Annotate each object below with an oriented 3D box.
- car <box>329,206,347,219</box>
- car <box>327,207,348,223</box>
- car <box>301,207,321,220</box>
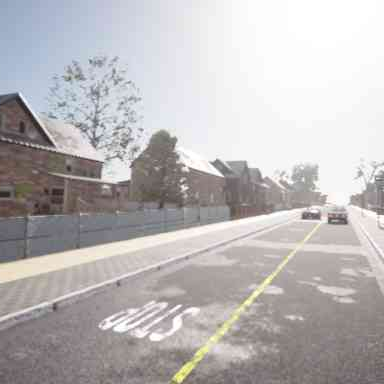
[{"bbox_3d":[18.934,2.612,43.125,2.033,1.411,5.357,1,-1,24],"label":"car"},{"bbox_3d":[14.813,2.370,33.853,2.033,1.411,5.357,1,-1,25],"label":"car"},{"bbox_3d":[14.028,2.454,38.931,1.994,1.385,4.181,1,-1,24],"label":"car"}]
